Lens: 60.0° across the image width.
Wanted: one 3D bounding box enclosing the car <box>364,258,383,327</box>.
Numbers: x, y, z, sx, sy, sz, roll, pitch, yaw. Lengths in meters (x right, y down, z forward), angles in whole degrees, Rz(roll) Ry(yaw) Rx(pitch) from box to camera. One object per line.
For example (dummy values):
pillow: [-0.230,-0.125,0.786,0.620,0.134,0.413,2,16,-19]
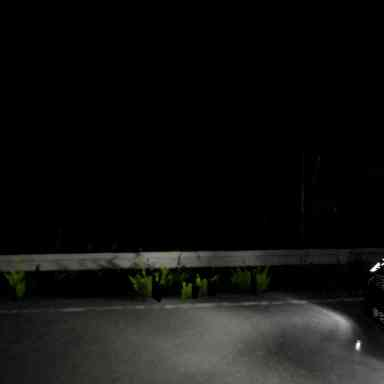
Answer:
car: [4.911,1.175,4.638,4.553,1.767,2.097,0,3,-6]
